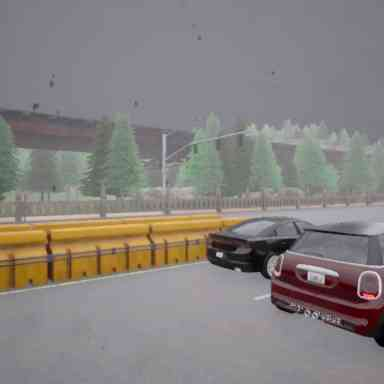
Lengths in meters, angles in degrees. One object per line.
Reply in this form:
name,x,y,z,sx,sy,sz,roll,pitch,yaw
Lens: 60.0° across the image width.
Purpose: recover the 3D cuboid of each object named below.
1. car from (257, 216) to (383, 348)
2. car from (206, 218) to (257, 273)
car,3.660,1.349,6.395,4.553,1.767,2.097,0,0,-35
car,2.738,1.473,10.027,5.008,1.535,1.882,0,0,-35
